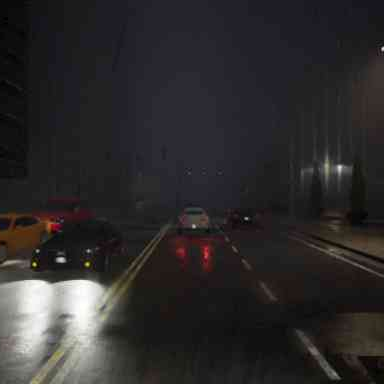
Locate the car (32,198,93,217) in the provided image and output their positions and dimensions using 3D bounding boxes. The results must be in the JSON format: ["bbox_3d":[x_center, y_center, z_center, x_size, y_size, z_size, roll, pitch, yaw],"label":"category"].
[{"bbox_3d":[-7.001,1.345,17.852,2.150,2.045,5.566,0,0,0],"label":"car"}]

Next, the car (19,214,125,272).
[{"bbox_3d":[-3.511,1.640,10.888,1.994,1.385,4.181,0,0,0],"label":"car"}]

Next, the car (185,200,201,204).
[{"bbox_3d":[0.097,1.769,42.140,1.882,1.535,5.008,0,0,0],"label":"car"}]

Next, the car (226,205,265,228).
[{"bbox_3d":[3.598,1.729,23.881,1.994,1.385,4.181,0,0,0],"label":"car"}]

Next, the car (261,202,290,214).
[{"bbox_3d":[9.752,1.836,39.364,4.181,1.385,1.994,0,-1,-26],"label":"car"}]

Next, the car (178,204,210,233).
[{"bbox_3d":[0.098,1.667,20.410,1.812,1.442,4.674,0,-1,0],"label":"car"}]

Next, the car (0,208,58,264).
[{"bbox_3d":[-7.001,1.563,12.289,1.882,1.535,5.008,0,0,0],"label":"car"}]
